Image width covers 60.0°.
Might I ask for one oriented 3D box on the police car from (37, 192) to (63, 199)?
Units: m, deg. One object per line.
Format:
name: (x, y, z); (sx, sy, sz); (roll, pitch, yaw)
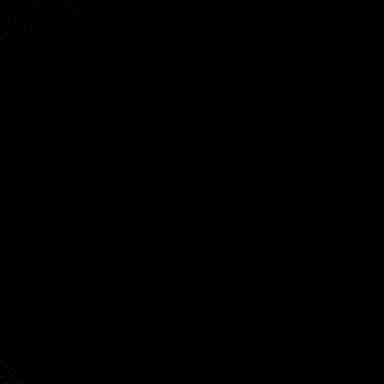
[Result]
police car: (-29.080, 0.655, 68.199); (1.930, 1.638, 5.238); (-1, -1, 35)
